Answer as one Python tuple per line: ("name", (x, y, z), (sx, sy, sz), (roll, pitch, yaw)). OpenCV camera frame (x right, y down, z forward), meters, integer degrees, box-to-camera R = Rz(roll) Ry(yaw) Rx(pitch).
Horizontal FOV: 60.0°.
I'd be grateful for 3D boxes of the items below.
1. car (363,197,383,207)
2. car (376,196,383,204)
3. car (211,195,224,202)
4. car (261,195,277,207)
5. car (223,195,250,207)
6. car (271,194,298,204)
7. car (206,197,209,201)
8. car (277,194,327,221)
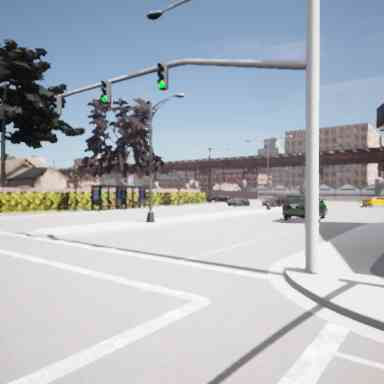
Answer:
("car", (28.206, 1.476, 50.639), (5.008, 1.535, 1.882), (1, -2, -27))
("car", (37.672, 1.484, 62.727), (5.008, 1.535, 1.882), (0, 0, 36))
("car", (6.678, 1.379, 68.183), (4.902, 1.511, 2.128), (0, 0, 37))
("car", (12.086, 1.505, 50.354), (1.994, 1.385, 4.181), (0, 0, 36))
("car", (6.900, 1.490, 49.099), (1.994, 1.385, 4.181), (0, 0, 37))
("car", (17.881, 1.286, 64.213), (4.553, 1.767, 2.097), (0, 0, 37))
("car", (5.250, 1.424, 73.589), (4.181, 1.385, 1.994), (0, 0, 36))
("car", (9.019, 1.199, 26.460), (2.150, 2.045, 5.566), (0, 0, 36))
